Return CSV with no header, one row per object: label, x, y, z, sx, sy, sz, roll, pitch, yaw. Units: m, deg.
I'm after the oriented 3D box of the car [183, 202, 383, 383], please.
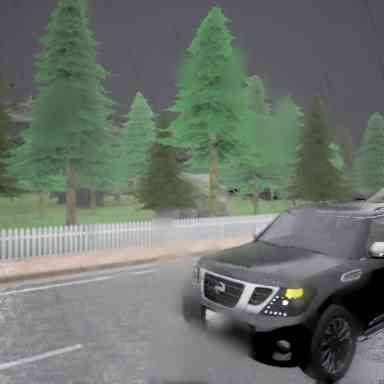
car,2.530,1.229,5.770,5.566,2.045,2.150,0,0,-35
